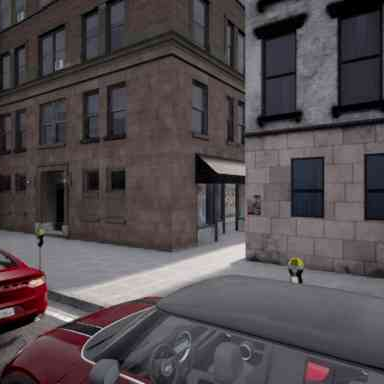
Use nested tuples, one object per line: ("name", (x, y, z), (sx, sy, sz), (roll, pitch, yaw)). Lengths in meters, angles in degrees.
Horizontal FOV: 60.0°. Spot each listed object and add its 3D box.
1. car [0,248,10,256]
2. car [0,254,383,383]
("car", (-4.404, 1.545, 5.899), (4.507, 1.381, 1.887), (0, 0, 35))
("car", (0.244, 1.440, 2.631), (4.097, 1.590, 1.967), (0, 0, 35))
